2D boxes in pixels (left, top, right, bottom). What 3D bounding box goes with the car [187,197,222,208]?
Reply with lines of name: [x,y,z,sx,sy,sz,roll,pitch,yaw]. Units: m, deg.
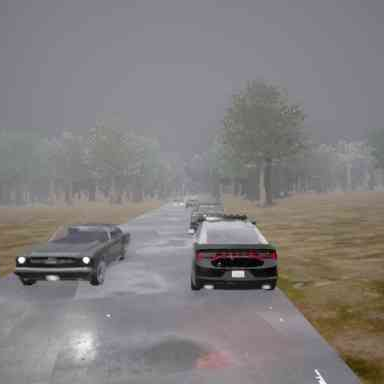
car: [0.953,1.348,19.038,2.097,1.767,4.553,0,0,0]

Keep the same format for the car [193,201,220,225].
car: [0.971,1.505,25.067,1.837,1.490,4.892,0,0,0]

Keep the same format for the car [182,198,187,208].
car: [0.130,1.508,47.302,2.128,1.511,4.902,0,0,1]

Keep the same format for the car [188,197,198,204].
car: [0.128,1.638,63.777,1.895,1.301,4.718,0,0,0]

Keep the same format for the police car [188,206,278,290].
police car: [0.924,1.422,9.176,1.930,1.638,5.238,0,0,0]

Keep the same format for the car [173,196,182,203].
car: [-2.796,1.612,69.576,1.994,1.385,4.181,0,0,0]

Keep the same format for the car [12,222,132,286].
car: [-3.075,1.597,9.560,1.895,1.301,4.718,0,0,0]
